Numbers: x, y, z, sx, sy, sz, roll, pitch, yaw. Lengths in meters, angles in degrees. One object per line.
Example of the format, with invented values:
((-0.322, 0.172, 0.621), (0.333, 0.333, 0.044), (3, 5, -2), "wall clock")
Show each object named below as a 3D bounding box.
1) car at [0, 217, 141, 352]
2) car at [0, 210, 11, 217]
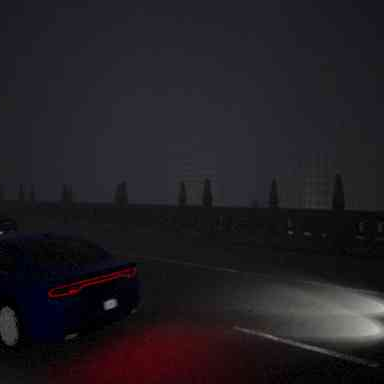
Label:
((-3.197, 1.478, 6.274), (5.008, 1.535, 1.882), (0, 0, 36), "car")
((-9.937, 1.507, 15.381), (4.892, 1.490, 1.837), (0, 0, 35), "car")
